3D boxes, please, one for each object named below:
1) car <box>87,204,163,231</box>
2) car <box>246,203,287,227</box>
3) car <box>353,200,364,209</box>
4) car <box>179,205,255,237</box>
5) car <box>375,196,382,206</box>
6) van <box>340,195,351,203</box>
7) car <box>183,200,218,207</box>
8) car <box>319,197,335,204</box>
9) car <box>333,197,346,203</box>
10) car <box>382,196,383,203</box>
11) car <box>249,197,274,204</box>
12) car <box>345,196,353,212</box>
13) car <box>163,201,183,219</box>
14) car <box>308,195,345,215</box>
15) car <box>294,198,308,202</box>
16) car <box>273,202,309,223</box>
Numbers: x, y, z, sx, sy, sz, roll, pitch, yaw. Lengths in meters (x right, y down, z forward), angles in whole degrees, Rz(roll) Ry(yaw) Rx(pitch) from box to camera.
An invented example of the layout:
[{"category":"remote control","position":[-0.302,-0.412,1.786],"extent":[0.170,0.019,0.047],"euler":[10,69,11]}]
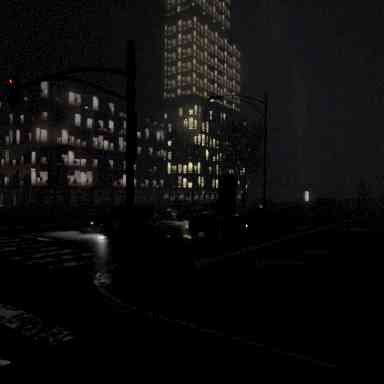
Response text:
[{"category":"car","position":[-4.306,1.549,21.066],"extent":[1.837,1.490,4.892],"euler":[1,0,36]},{"category":"car","position":[4.806,1.737,23.443],"extent":[1.947,1.339,4.313],"euler":[1,0,36]},{"category":"car","position":[25.126,1.773,51.158],"extent":[1.967,1.590,4.097],"euler":[1,0,36]},{"category":"car","position":[1.548,1.696,19.034],"extent":[2.008,1.369,4.403],"euler":[1,0,36]},{"category":"car","position":[35.123,1.940,64.688],"extent":[1.752,1.417,4.829],"euler":[1,0,36]},{"category":"van","position":[38.180,1.706,82.923],"extent":[1.690,1.788,3.998],"euler":[1,0,36]},{"category":"car","position":[1.690,1.569,29.175],"extent":[1.882,1.535,5.008],"euler":[1,0,36]},{"category":"car","position":[28.281,1.849,69.530],"extent":[1.947,1.339,4.313],"euler":[1,0,36]},{"category":"car","position":[34.778,1.862,78.322],"extent":[1.752,1.417,4.829],"euler":[1,0,36]},{"category":"car","position":[41.622,1.784,73.480],"extent":[2.192,1.841,5.009],"euler":[1,0,36]},{"category":"car","position":[7.775,1.492,37.390],"extent":[2.097,1.767,4.553],"euler":[1,0,37]},{"category":"car","position":[18.571,1.720,42.200],"extent":[1.967,1.590,4.097],"euler":[1,0,36]},{"category":"car","position":[-1.510,1.481,29.427],"extent":[1.967,1.590,4.097],"euler":[1,0,36]},{"category":"car","position":[15.300,1.569,37.716],"extent":[2.192,1.841,5.009],"euler":[1,0,36]},{"category":"car","position":[18.284,1.727,56.000],"extent":[1.752,1.417,4.829],"euler":[1,0,36]},{"category":"car","position":[8.062,1.779,27.850],"extent":[1.802,1.307,4.206],"euler":[1,0,36]}]
